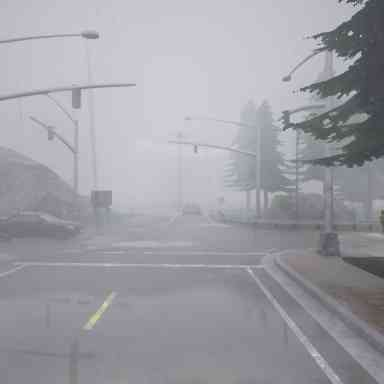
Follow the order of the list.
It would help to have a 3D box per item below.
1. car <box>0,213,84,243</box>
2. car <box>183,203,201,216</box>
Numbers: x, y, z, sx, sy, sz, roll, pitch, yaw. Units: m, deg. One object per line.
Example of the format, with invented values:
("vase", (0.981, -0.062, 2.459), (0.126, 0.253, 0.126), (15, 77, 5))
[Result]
("car", (-8.145, 1.814, 17.547), (4.674, 1.442, 1.812), (-1, -1, 0))
("car", (0.001, 1.988, 38.533), (1.994, 1.385, 4.181), (0, -1, 0))
